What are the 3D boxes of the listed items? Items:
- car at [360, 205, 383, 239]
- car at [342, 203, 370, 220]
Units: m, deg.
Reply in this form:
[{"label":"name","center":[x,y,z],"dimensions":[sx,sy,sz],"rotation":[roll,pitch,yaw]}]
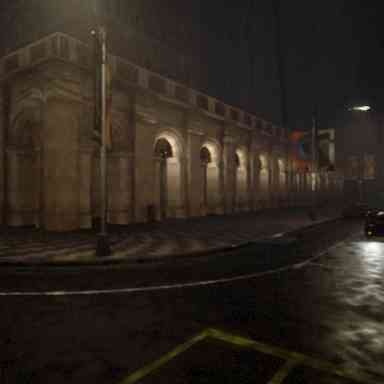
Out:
[{"label":"car","center":[9.886,1.558,16.444],"dimensions":[1.994,1.385,4.181],"rotation":[0,0,36]},{"label":"car","center":[13.444,1.574,26.752],"dimensions":[1.895,1.301,4.718],"rotation":[0,0,36]}]
